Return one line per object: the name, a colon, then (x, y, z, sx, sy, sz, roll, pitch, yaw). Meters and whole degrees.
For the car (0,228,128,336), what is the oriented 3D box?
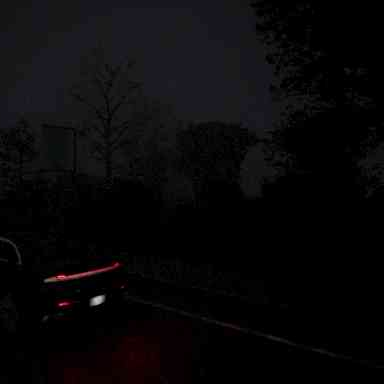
car: (-3.389, 1.497, 6.762, 4.902, 1.511, 2.128, 0, 0, 38)
